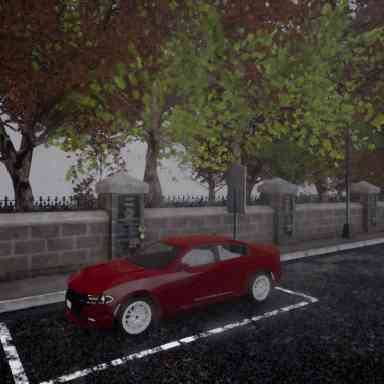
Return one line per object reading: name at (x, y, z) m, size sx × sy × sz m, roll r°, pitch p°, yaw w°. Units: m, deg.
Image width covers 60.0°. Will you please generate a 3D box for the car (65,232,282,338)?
car at (-0.137, 1.545, 6.617) m, size 4.507 × 1.381 × 1.887 m, roll 0°, pitch 0°, yaw -35°
